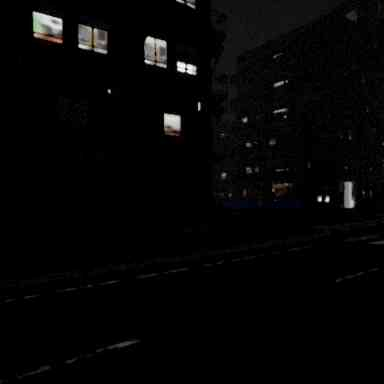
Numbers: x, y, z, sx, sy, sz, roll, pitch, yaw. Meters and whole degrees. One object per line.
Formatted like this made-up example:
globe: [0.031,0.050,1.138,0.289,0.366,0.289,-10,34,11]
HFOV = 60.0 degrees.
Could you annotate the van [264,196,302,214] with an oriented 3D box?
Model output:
van: [9.273,1.266,34.159,1.690,1.788,3.998,-2,0,-36]

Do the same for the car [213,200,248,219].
car: [2.545,1.641,29.233,1.802,1.307,4.206,-2,0,-36]

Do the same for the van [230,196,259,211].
van: [5.951,1.341,38.670,1.690,1.788,3.998,-2,0,-36]
